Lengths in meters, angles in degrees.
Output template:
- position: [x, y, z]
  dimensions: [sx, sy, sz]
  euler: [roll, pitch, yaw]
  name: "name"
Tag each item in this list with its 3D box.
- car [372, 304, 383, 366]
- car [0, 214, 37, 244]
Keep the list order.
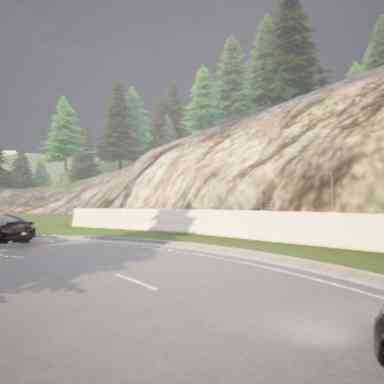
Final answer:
- position: [3.296, 1.399, 2.032]
  dimensions: [1.837, 1.490, 4.892]
  euler: [0, 0, -8]
  name: "car"
- position: [-9.736, 1.779, 15.898]
  dimensions: [5.008, 1.535, 1.882]
  euler: [-2, 0, 25]
  name: "car"
